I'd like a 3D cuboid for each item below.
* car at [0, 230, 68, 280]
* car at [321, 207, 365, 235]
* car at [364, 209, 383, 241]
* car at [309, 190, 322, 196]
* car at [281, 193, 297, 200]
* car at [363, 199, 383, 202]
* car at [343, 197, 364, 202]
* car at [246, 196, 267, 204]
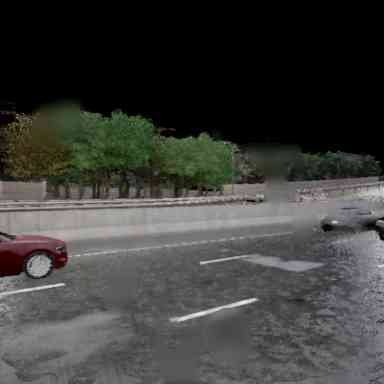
[{"bbox_3d":[-5.724,1.477,8.258,5.008,1.535,1.882,0,0,-36],"label":"car"},{"bbox_3d":[9.275,1.573,18.946,4.181,1.385,1.994,0,0,-35],"label":"car"},{"bbox_3d":[10.446,1.500,15.482,4.902,1.511,2.128,0,0,-35],"label":"car"},{"bbox_3d":[30.118,0.194,80.853,2.128,1.511,4.902,0,3,41],"label":"car"},{"bbox_3d":[20.160,0.851,68.646,2.033,1.411,5.357,0,2,37],"label":"car"},{"bbox_3d":[24.662,1.622,43.121,4.718,1.301,1.895,0,0,-36],"label":"car"},{"bbox_3d":[22.344,1.526,45.765,4.892,1.490,1.837,0,0,-36],"label":"car"},{"bbox_3d":[10.816,1.344,56.068,1.895,1.301,4.718,0,1,36],"label":"car"}]
